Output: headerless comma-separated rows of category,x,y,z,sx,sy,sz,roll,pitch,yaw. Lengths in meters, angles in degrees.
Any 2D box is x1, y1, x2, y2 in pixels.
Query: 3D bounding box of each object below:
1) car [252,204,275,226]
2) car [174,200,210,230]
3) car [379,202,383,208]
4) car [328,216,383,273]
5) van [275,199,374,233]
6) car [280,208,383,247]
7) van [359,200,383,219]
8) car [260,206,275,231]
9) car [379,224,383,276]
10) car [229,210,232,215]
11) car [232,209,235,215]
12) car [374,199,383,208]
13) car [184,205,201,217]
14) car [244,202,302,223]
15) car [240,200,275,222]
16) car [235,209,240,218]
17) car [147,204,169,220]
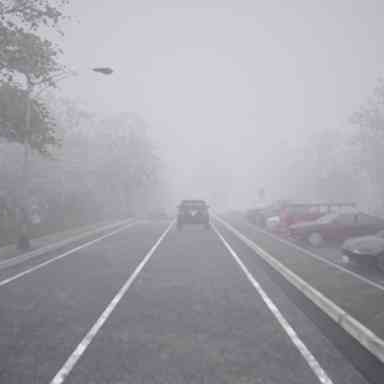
car,7.093,1.850,23.949,4.792,1.488,2.163,0,-1,0
car,0.085,1.555,23.818,2.150,2.045,5.566,0,-1,0
car,19.958,1.906,29.282,5.366,1.575,1.946,0,-1,0
car,7.033,1.617,10.072,4.792,1.488,2.163,0,-1,0
van,7.180,1.501,18.402,4.442,1.987,1.878,0,-1,0
car,7.068,1.680,15.622,5.008,1.535,2.097,0,-1,0
van,20.261,1.801,34.946,4.442,1.987,1.878,0,-1,0
car,7.066,1.814,21.174,4.674,1.452,2.002,0,-1,0
car,7.065,1.581,7.294,4.674,1.452,2.002,0,-1,0
car,6.879,2.099,37.813,5.366,1.575,1.946,0,-1,0
car,7.070,2.033,35.045,4.892,1.521,2.231,0,-1,0
car,20.171,1.710,32.055,5.566,2.045,2.435,0,-1,0
car,0.078,2.310,41.255,1.994,1.385,4.181,0,-2,0
car,7.095,1.790,29.499,4.553,1.767,2.185,0,-1,0
car,7.035,1.615,26.730,5.566,2.045,2.435,0,-1,0
car,7.070,1.969,32.273,5.008,1.535,2.097,0,-1,0
car,-3.366,2.046,33.817,1.837,1.490,4.892,0,-1,0
